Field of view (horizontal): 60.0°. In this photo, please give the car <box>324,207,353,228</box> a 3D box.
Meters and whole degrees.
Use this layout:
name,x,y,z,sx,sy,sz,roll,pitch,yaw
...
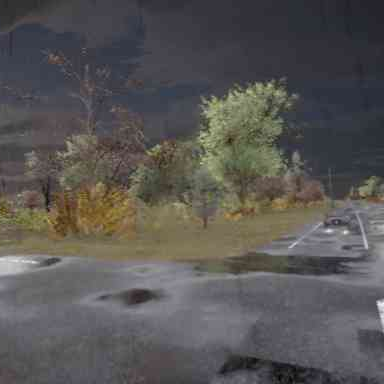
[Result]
name,x,y,z,sx,sy,sz,roll,pitch,yaw
car,12.410,2.271,28.412,1.994,1.385,4.181,-4,-3,26

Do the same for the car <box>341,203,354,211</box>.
name,x,y,z,sx,sy,sz,roll,pitch,yaw
car,27.481,2.722,58.814,1.837,1.490,4.892,-5,-3,30
